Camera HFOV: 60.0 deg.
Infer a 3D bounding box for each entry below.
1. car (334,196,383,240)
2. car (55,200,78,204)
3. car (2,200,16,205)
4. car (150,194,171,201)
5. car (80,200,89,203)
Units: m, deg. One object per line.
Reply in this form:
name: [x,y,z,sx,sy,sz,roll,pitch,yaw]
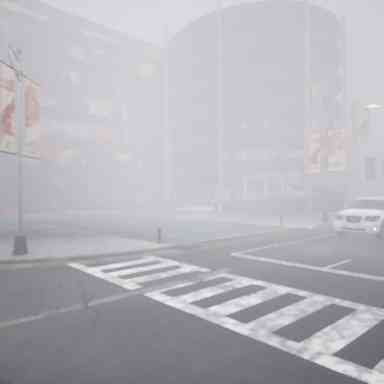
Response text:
car: [9.571,1.240,17.496,5.566,2.045,2.150,0,0,-42]
car: [-17.552,1.784,45.437,2.002,1.452,4.674,0,0,-42]
car: [-28.812,2.028,51.674,2.161,1.482,4.786,0,0,-42]
car: [-6.855,1.553,72.264,2.435,2.045,5.566,0,0,-42]
car: [-19.959,2.037,59.183,1.895,1.301,4.718,0,0,-42]
